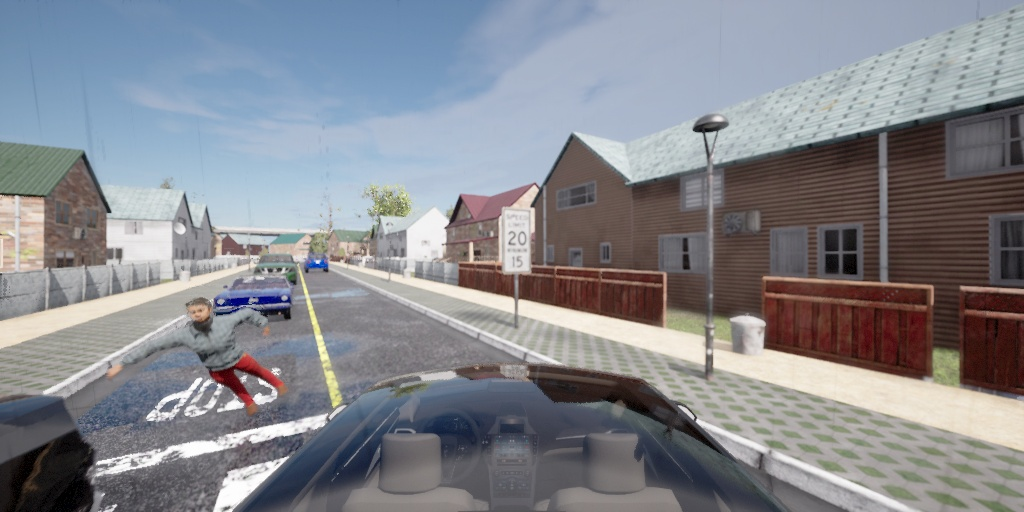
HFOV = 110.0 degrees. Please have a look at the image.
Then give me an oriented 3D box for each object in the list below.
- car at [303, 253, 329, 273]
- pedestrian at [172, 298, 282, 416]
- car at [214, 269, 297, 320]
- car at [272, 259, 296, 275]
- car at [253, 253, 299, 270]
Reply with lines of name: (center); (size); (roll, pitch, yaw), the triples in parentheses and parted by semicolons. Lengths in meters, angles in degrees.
car: (-21.220, 0.735, 38.905); (2.150, 2.045, 5.566); (0, 0, -31)
pedestrian: (-3.096, 1.199, 3.950); (0.375, 1.860, 0.375); (20, 39, 17)
car: (-8.317, 1.288, 11.856); (1.895, 1.301, 4.718); (0, 0, -31)
car: (-22.945, 1.035, 36.212); (1.837, 1.490, 4.892); (0, 0, -31)
car: (-15.235, 0.838, 23.300); (2.150, 2.045, 5.566); (0, 0, -30)
